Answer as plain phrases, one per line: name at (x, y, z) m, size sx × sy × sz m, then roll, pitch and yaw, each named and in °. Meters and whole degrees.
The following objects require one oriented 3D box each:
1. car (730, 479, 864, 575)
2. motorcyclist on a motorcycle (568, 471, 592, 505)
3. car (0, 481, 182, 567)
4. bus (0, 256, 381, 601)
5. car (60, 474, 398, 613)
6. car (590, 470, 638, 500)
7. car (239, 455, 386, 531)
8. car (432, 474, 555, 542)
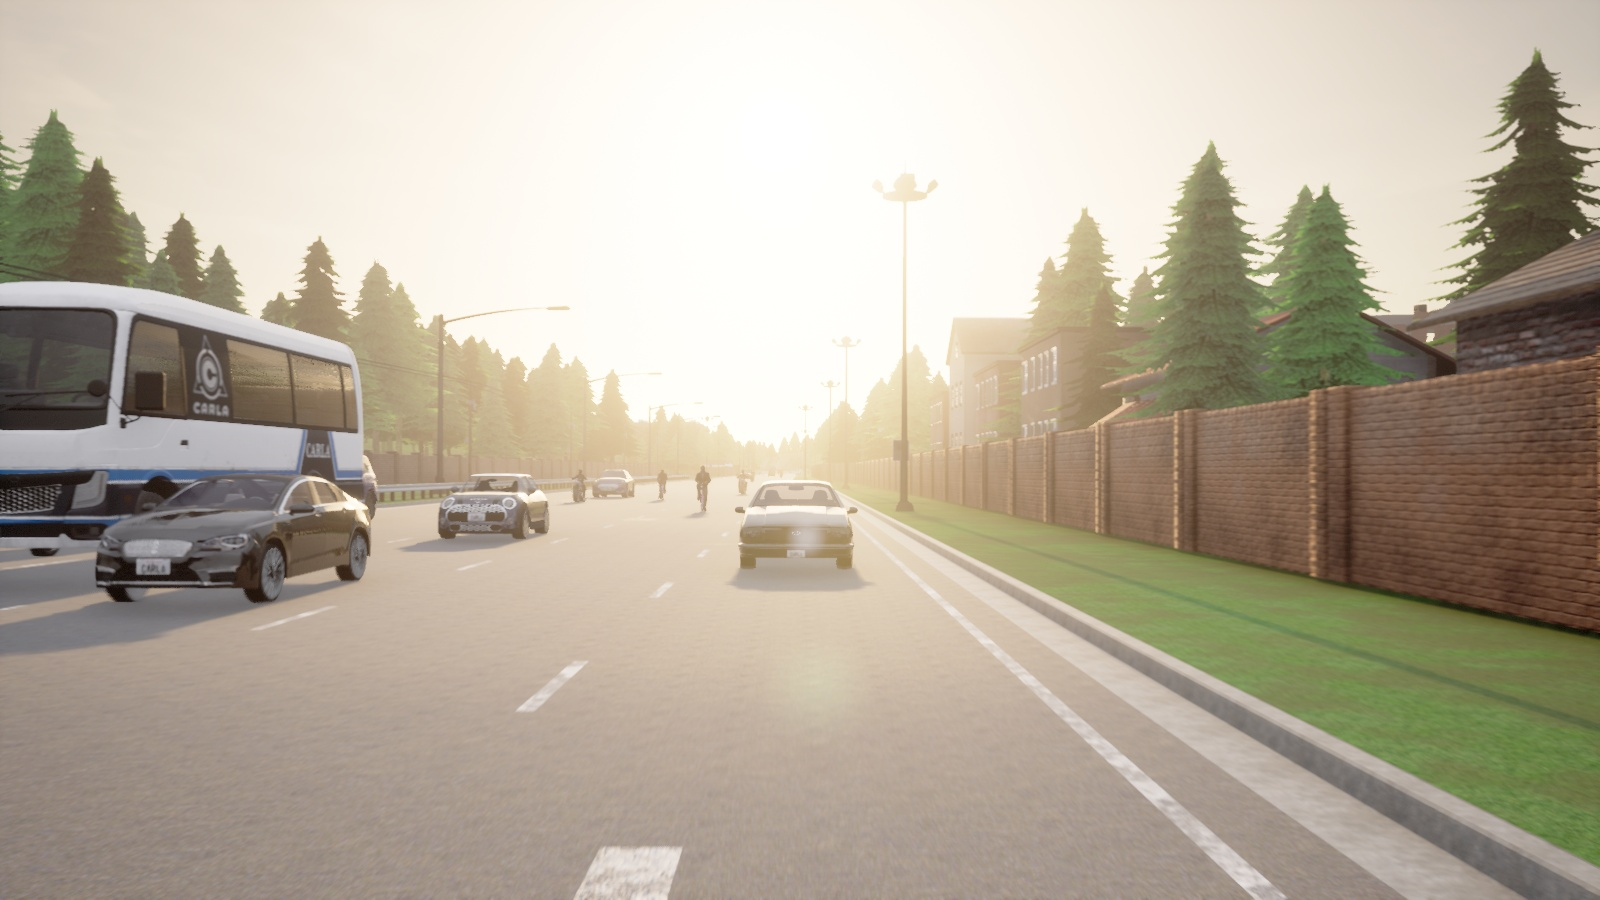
car at (-0.053, 1.225, 21.719) m, size 2.033 × 1.411 × 5.357 m, roll 0°, pitch -1°, yaw 0°
motorcyclist on a motorcycle at (-10.648, 1.825, 60.819) m, size 0.766 × 1.649 × 2.350 m, roll 0°, pitch -1°, yaw 0°
car at (-14.058, 1.317, 23.819) m, size 2.033 × 1.411 × 5.357 m, roll 0°, pitch -1°, yaw 0°
bus at (-10.556, -0.175, 20.611) m, size 3.944 × 4.253 × 10.273 m, roll 0°, pitch -1°, yaw 0°
car at (-7.040, 1.070, 16.207) m, size 2.128 × 1.511 × 4.902 m, roll 0°, pitch -1°, yaw 0°
car at (-10.677, 1.999, 72.443) m, size 2.033 × 1.649 × 4.856 m, roll 0°, pitch -1°, yaw 0°
car at (-14.090, 1.204, 36.733) m, size 2.150 × 2.045 × 5.566 m, roll 0°, pitch -1°, yaw 0°
car at (-7.072, 1.299, 29.367) m, size 1.970 × 1.475 × 3.806 m, roll 0°, pitch -1°, yaw 0°
